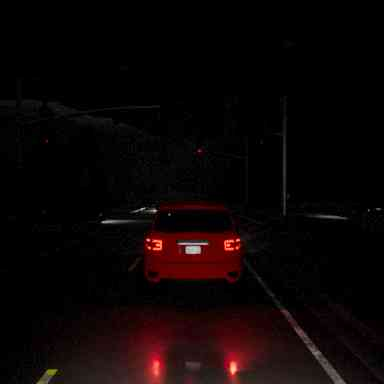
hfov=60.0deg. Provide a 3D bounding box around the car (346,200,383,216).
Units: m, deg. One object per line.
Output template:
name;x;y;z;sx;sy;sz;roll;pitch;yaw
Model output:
car;16.485;1.520;29.977;4.892;1.490;1.837;0;0;-2

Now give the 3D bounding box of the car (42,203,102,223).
car;-8.865;1.548;24.821;4.181;1.385;1.994;0;0;-5

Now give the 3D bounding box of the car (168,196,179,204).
car;-3.674;1.564;67.173;1.994;1.385;4.181;0;0;0

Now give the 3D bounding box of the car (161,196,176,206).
car;-3.709;1.491;54.056;2.128;1.511;4.902;0;0;0

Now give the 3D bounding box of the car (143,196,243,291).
car;0.038;1.221;9.165;2.150;2.045;5.566;0;0;0

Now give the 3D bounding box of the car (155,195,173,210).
car;-3.692;1.352;44.561;2.097;1.767;4.553;0;0;0
